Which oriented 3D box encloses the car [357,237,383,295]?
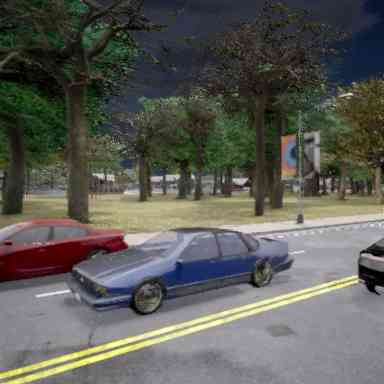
[{"bbox_3d":[5.659,1.488,7.478,4.902,1.511,2.128,0,0,-36],"label":"car"}]

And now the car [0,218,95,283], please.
[{"bbox_3d":[-4.146,1.477,8.702,5.008,1.535,1.882,0,0,-35],"label":"car"}]

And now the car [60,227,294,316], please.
[{"bbox_3d":[0.061,1.546,7.705,5.357,1.411,2.033,0,0,-35],"label":"car"}]
